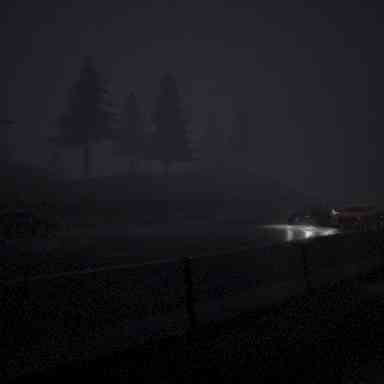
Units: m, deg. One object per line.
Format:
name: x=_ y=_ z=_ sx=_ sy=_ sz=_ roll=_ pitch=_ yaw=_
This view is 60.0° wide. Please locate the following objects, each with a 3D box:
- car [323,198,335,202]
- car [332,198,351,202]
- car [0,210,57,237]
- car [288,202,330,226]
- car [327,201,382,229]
car: x=21.417 y=1.741 z=51.097 sx=2.097 sy=1.767 sz=4.553 roll=-1 pitch=-1 yaw=35
car: x=20.328 y=1.828 z=43.694 sx=1.812 sy=1.442 sz=4.674 roll=-1 pitch=-1 yaw=37
car: x=-10.087 y=1.765 z=18.373 sx=4.892 sy=1.490 sz=1.837 roll=0 pitch=-1 yaw=-37
car: x=9.220 y=1.724 z=25.665 sx=4.674 sy=1.442 sz=1.812 roll=0 pitch=-1 yaw=-45
car: x=11.565 y=1.633 z=23.070 sx=5.008 sy=1.535 sz=1.882 roll=1 pitch=-1 yaw=-45
